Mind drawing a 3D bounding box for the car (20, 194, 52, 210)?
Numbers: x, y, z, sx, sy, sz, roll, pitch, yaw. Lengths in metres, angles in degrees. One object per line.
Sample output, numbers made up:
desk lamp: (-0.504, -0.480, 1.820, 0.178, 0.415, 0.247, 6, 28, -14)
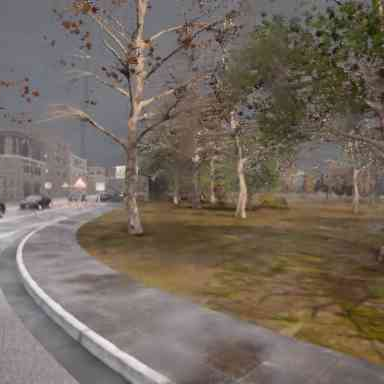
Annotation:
car: (-16.329, 1.053, 34.931, 1.882, 1.535, 5.008, 0, 1, -6)

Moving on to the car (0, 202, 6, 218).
car: (-15.245, 1.270, 23.962, 2.128, 1.511, 4.902, 0, 1, -6)

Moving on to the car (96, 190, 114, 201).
car: (-15.174, 0.733, 57.335, 1.994, 1.385, 4.181, 0, 1, -6)

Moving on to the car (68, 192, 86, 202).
car: (-17.966, 0.754, 52.104, 1.837, 1.490, 4.892, 0, 1, -5)

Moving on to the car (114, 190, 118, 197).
car: (-16.132, 0.358, 67.292, 2.128, 1.511, 4.902, 0, 1, -5)
